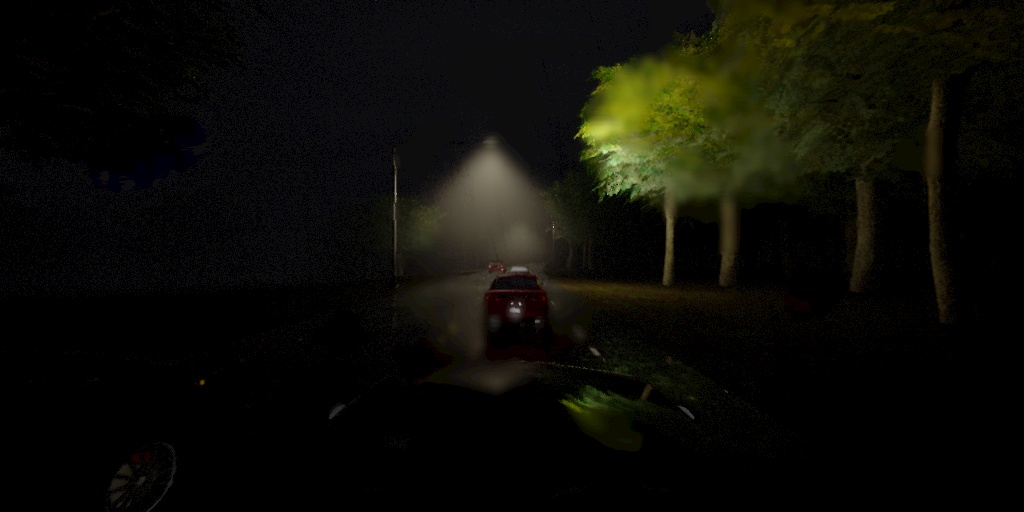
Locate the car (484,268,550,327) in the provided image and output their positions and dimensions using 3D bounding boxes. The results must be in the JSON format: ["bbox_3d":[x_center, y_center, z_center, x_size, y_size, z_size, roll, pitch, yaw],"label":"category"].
[{"bbox_3d":[0.161,1.321,11.976,1.882,1.535,5.008,0,0,1],"label":"car"}]

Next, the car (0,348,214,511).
[{"bbox_3d":[-3.612,1.272,1.369,1.812,1.442,4.674,0,-1,0],"label":"car"}]

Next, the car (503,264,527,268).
[{"bbox_3d":[0.617,1.561,30.578,2.033,1.411,5.357,0,0,2],"label":"car"}]

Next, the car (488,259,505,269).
[{"bbox_3d":[-2.109,1.436,51.726,2.150,2.045,5.566,0,-1,3],"label":"car"}]
